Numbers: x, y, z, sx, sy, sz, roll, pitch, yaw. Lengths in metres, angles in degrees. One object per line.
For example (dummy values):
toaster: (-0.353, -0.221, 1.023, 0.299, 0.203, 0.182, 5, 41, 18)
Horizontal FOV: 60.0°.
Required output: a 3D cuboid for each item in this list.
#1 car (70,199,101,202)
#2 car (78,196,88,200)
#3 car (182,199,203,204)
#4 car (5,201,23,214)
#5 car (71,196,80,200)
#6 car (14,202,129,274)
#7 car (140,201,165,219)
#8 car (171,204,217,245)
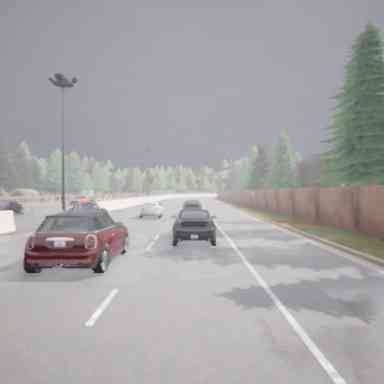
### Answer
car: (-6.943, 1.503, 22.516, 2.128, 1.511, 4.902, 0, 0, 0)
car: (-13.892, 1.625, 46.655, 1.895, 1.301, 4.718, 0, 0, 2)
car: (0.025, 1.521, 33.513, 1.837, 1.490, 4.892, 0, 0, 0)
car: (-17.650, 1.543, 31.371, 1.812, 1.442, 4.674, 0, 0, 0)
car: (-20.548, 1.437, 60.600, 2.097, 1.767, 4.553, 0, 0, 1)
car: (-3.403, 1.358, 10.688, 2.097, 1.767, 4.553, 0, 0, 0)
car: (-3.499, 1.540, 29.650, 1.812, 1.442, 4.674, 0, 0, 0)
car: (0.094, 1.512, 15.485, 1.837, 1.490, 4.892, 0, 0, 0)
